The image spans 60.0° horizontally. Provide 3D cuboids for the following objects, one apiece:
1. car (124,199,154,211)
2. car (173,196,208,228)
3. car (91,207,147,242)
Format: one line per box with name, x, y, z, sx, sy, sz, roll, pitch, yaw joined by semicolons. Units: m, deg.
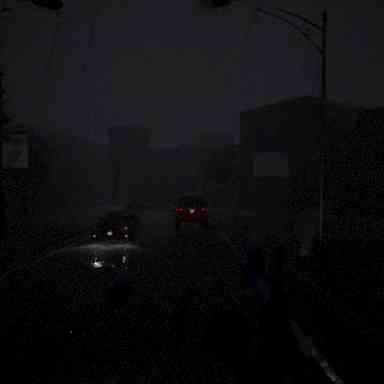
car;-6.507;1.593;40.597;2.128;1.511;4.902;-2;1;-39
car;-0.098;1.323;23.271;2.150;2.045;5.566;0;-1;-2
car;-3.667;1.660;16.795;1.994;1.385;4.181;0;0;-1
